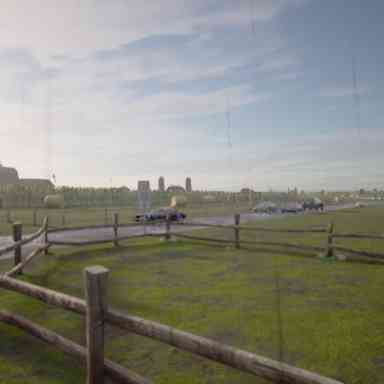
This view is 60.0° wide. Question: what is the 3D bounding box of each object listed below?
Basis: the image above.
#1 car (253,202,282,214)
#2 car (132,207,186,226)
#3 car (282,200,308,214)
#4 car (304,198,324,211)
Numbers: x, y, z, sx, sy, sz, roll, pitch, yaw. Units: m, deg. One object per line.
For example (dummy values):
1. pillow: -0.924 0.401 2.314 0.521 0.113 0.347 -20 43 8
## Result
1. car: 9.723 2.096 43.888 1.837 1.490 4.892 -1 -2 35
2. car: -2.519 1.903 26.316 1.895 1.301 4.718 -1 -1 35
3. car: 13.476 2.142 44.288 1.994 1.385 4.181 -1 -1 36
4. car: 19.141 1.936 52.531 2.150 2.045 5.566 -1 -1 35
